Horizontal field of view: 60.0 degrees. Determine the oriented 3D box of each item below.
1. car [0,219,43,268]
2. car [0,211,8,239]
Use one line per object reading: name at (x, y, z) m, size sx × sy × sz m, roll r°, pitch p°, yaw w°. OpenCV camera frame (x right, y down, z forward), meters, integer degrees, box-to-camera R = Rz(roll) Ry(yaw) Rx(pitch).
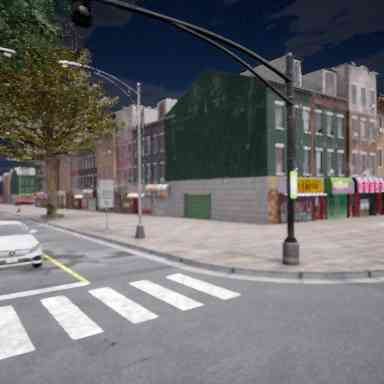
car at (-6.483, 1.716, 11.384) m, size 1.812 × 1.442 × 4.674 m, roll -1°, pitch 0°, yaw -36°
car at (-12.377, 1.892, 19.637) m, size 2.033 × 1.411 × 5.357 m, roll -1°, pitch 0°, yaw -36°
